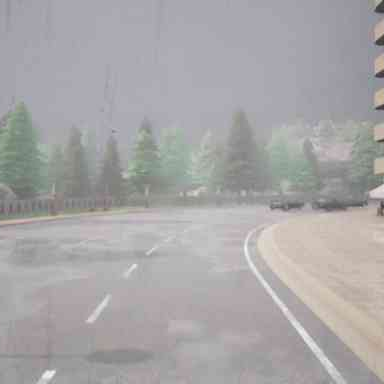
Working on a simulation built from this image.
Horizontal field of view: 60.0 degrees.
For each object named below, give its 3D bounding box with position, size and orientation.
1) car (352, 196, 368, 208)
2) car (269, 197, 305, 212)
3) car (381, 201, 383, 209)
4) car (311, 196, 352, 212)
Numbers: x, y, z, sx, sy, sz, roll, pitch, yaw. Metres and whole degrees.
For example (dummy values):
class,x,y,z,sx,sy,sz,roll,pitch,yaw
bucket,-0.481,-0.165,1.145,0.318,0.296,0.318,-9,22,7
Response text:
class,x,y,z,sx,sy,sz,roll,pitch,yaw
car,20.388,1.298,42.848,4.902,1.511,2.128,0,0,-19
car,10.585,1.325,36.929,4.902,1.511,2.128,0,0,-40
car,25.344,1.378,40.818,4.181,1.385,1.994,0,0,-13
car,14.969,1.361,36.312,4.674,1.442,1.812,0,0,-33
